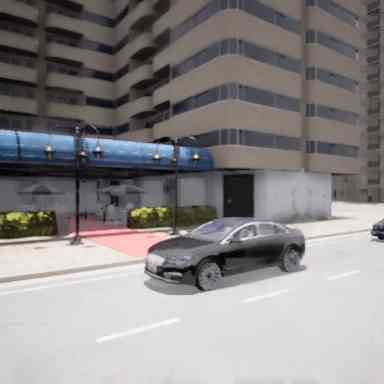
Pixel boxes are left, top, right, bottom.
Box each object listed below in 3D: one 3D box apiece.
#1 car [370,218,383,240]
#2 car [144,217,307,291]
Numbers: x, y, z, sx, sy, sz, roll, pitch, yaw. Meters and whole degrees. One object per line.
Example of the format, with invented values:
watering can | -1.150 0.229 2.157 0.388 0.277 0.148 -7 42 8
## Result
car | 10.605 1.496 15.730 5.357 1.411 2.033 0 0 -35
car | 1.086 1.475 9.053 4.902 1.511 2.128 0 0 -35
